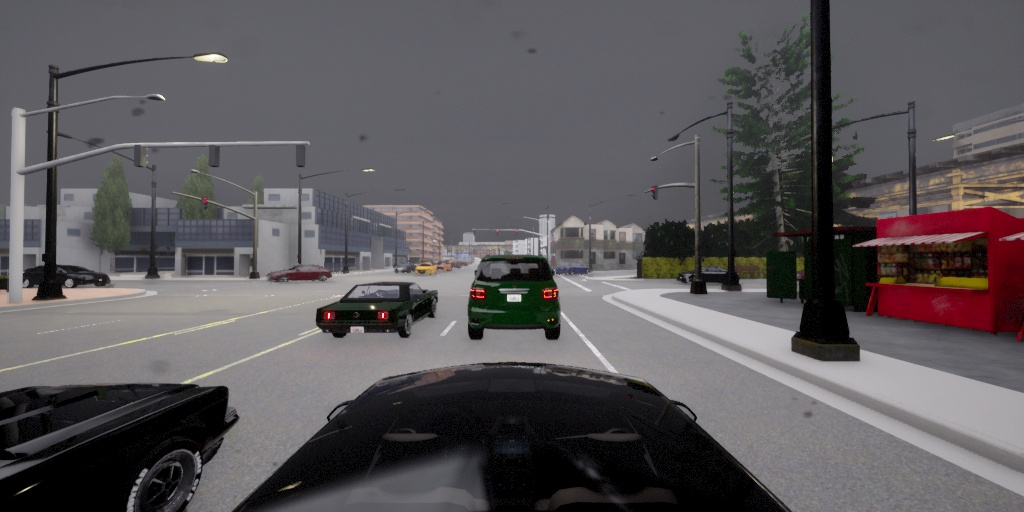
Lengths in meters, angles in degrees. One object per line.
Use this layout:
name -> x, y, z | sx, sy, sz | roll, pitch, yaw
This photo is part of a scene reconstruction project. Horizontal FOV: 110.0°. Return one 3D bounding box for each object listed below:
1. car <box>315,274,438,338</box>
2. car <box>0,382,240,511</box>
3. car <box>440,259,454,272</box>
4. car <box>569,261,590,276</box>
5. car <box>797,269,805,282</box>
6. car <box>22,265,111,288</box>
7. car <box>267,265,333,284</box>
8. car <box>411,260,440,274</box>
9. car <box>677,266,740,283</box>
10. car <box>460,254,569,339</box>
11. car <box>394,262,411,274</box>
car -> -3.435, 1.368, 10.223 | 1.895, 1.301, 4.718 | 0, 0, 0
car -> -3.402, 1.351, 1.084 | 1.895, 1.301, 4.718 | 0, 0, 0
car -> -10.611, 1.521, 54.763 | 2.097, 1.767, 4.553 | 0, 0, 0
car -> 7.447, 1.445, 43.326 | 4.553, 1.767, 2.097 | 1, -1, -42
car -> 23.250, 1.409, 27.020 | 4.674, 1.442, 1.812 | 0, -1, 1
car -> -29.637, 1.343, 23.733 | 4.892, 1.490, 1.837 | 0, -1, 1
car -> -17.096, 1.445, 29.093 | 1.812, 1.442, 4.674 | 1, 0, 40
car -> -10.553, 1.566, 44.020 | 1.882, 1.535, 5.008 | 0, 0, -2
car -> 14.753, 1.448, 27.089 | 4.181, 1.385, 1.994 | 0, -1, 0
car -> 0.062, 0.986, 10.206 | 2.150, 2.045, 5.566 | 0, 0, 0
car -> -14.118, 1.608, 47.606 | 2.128, 1.511, 4.902 | 0, -1, 0
